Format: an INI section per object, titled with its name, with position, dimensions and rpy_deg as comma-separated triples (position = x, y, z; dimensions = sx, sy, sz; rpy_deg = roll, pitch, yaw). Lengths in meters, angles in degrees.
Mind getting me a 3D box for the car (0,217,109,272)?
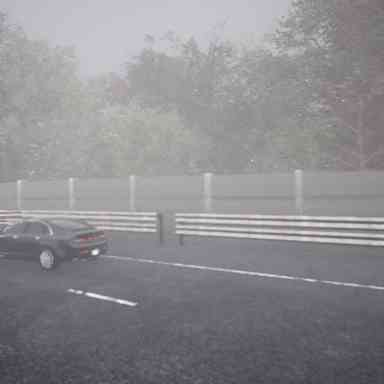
[car]
position = -5.042, 1.609, 11.180
dimensions = 4.892, 1.490, 1.837
rpy_deg = -1, 0, 28
